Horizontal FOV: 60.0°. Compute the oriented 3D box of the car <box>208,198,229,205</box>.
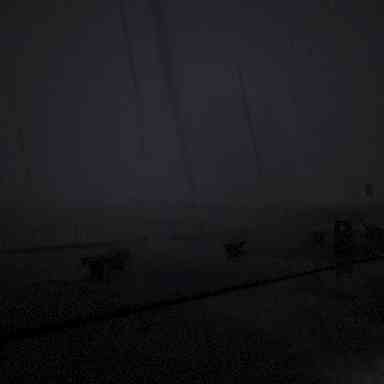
[{"bbox_3d":[3.940,1.770,55.923,2.033,1.411,5.357,0,0,-35],"label":"car"}]

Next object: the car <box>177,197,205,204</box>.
[{"bbox_3d":[-0.526,1.548,55.193,2.097,1.767,4.553,0,0,-35],"label":"car"}]

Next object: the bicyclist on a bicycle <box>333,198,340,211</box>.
[{"bbox_3d":[18.536,1.596,42.731,1.656,1.620,0.582,0,0,-35],"label":"bicyclist on a bicycle"}]
